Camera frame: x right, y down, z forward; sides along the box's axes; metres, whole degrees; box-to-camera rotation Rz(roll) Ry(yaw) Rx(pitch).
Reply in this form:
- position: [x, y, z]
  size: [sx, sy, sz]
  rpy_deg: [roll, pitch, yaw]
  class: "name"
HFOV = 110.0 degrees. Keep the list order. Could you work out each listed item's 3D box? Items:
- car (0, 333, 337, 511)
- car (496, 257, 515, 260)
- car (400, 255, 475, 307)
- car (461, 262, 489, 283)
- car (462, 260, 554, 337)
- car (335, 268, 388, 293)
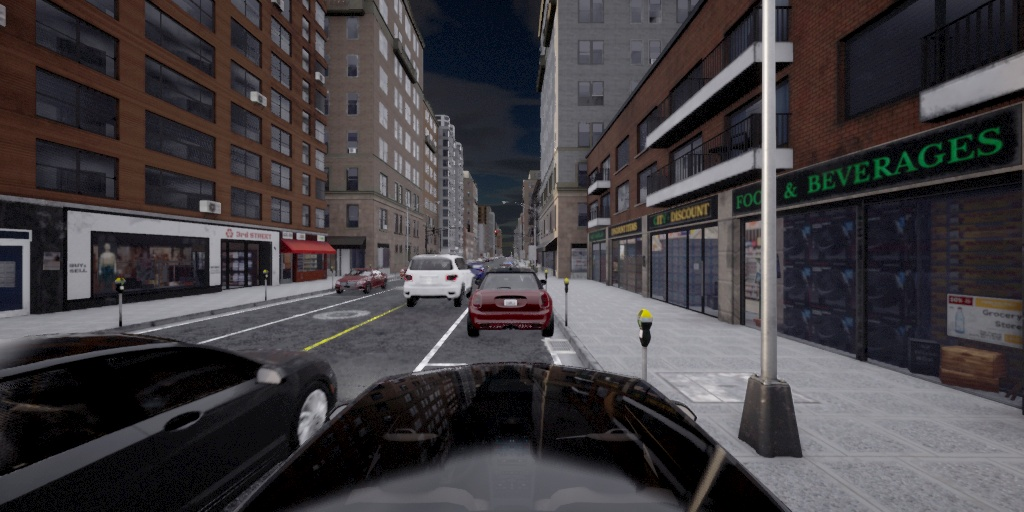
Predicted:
- position: [-2.930, 1.251, 2.197]
  size: [1.837, 1.490, 4.892]
  rpy_deg: [0, -1, 0]
  class: "car"
- position: [-0.383, 1.189, 36.951]
  size: [1.967, 1.591, 4.097]
  rpy_deg: [0, 0, 0]
  class: "car"
- position: [-3.017, 0.971, 15.751]
  size: [2.150, 2.045, 5.566]
  rpy_deg: [0, 0, 0]
  class: "car"
- position: [-2.932, 1.275, 29.306]
  size: [1.812, 1.442, 4.674]
  rpy_deg: [0, 0, 0]
  class: "car"
- position: [-0.033, 1.102, 10.470]
  size: [2.097, 1.767, 4.553]
  rpy_deg: [0, 0, 0]
  class: "car"
- position: [-8.408, 1.332, 20.388]
  size: [1.802, 1.307, 4.207]
  rpy_deg: [0, 0, 0]
  class: "car"
